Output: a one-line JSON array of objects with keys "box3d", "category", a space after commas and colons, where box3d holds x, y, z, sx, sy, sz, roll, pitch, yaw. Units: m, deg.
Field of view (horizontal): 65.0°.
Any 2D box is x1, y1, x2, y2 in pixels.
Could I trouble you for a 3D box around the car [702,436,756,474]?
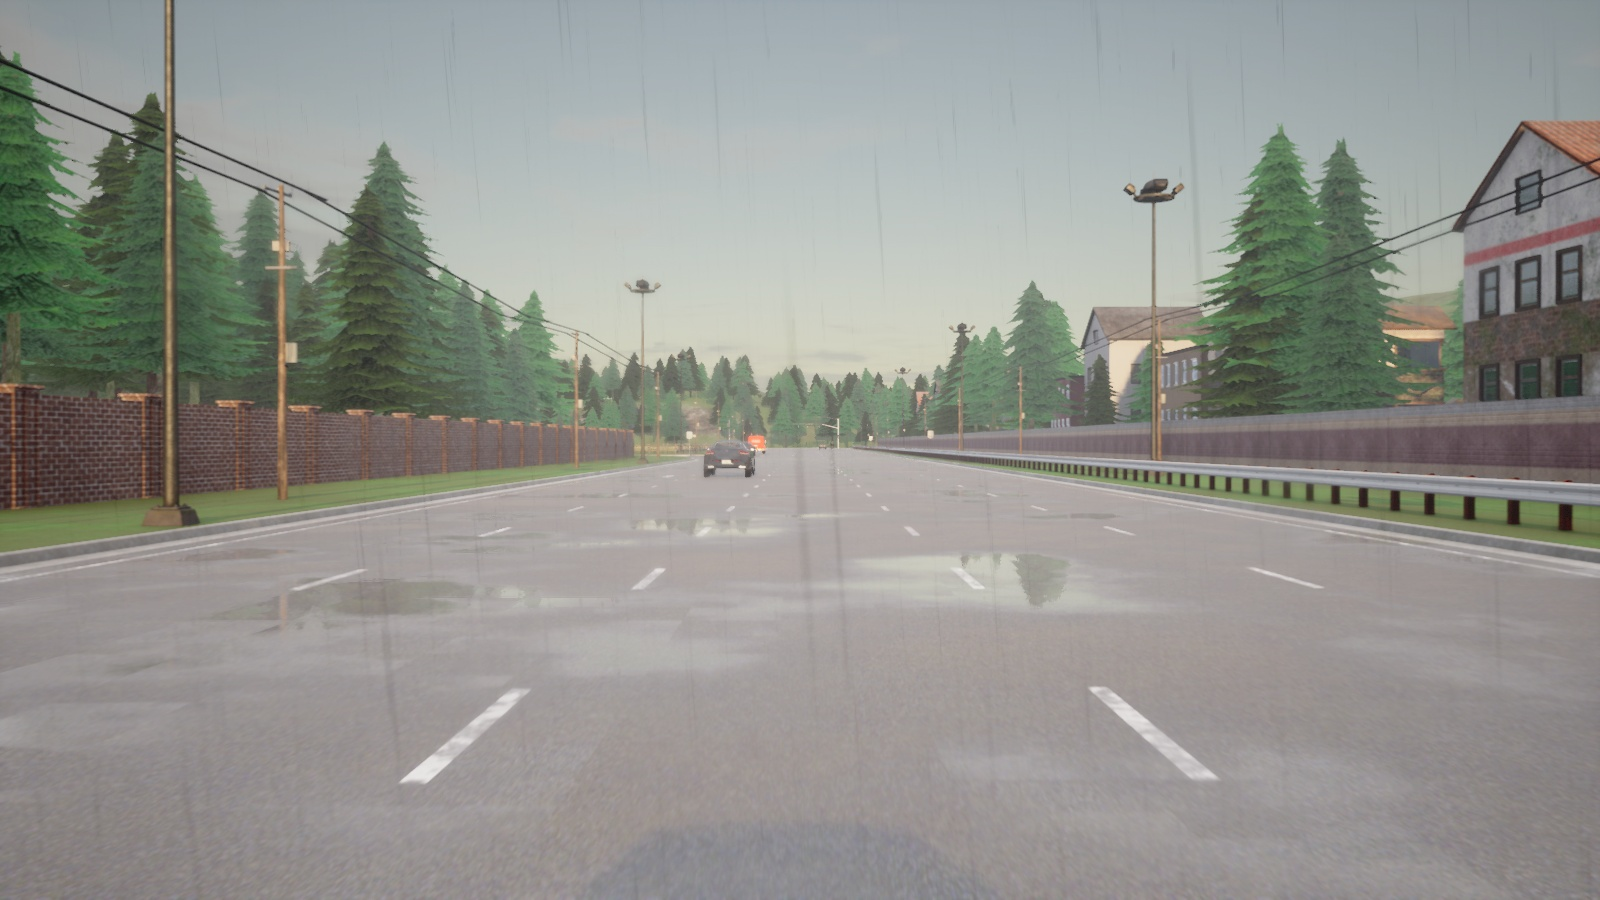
[{"box3d": [-3.160, 0.203, 56.777, 2.152, 1.651, 5.027, 0, 0, 0], "category": "car"}]
